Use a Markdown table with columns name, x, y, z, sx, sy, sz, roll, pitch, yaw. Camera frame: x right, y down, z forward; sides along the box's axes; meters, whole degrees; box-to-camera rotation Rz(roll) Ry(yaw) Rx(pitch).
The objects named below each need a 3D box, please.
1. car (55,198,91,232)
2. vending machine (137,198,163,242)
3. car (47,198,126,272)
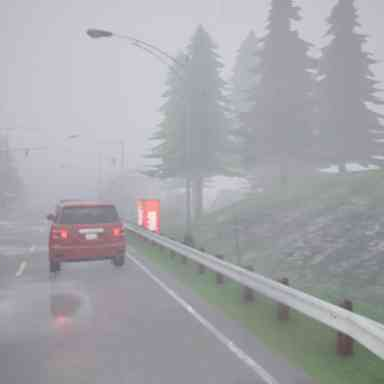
| name | x | y | z | sx | sy | sz | roll | pitch | yaw |
| --- | --- | --- | --- | --- | --- | --- | --- | --- | --- |
| car | -8.563 | 1.474 | 23.786 | 2.150 | 2.045 | 5.566 | 0 | -1 | -21 |
| vending machine | -2.141 | 1.353 | 16.716 | 1.100 | 2.100 | 0.880 | 0 | -1 | -21 |
| car | -3.742 | 1.344 | 11.541 | 2.150 | 2.045 | 5.566 | 0 | -1 | -22 |
